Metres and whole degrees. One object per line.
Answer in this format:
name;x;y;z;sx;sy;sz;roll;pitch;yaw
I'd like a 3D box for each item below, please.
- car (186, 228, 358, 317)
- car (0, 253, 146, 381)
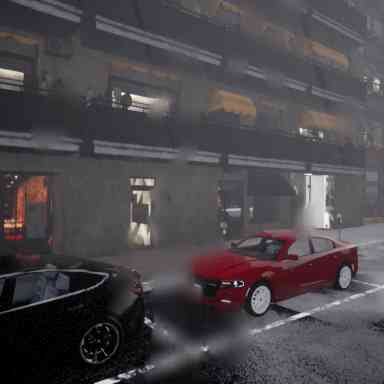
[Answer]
car;1.944;1.546;7.476;4.507;1.381;1.887;0;1;-35
car;-2.673;1.566;4.184;4.313;1.339;1.947;0;1;-35
